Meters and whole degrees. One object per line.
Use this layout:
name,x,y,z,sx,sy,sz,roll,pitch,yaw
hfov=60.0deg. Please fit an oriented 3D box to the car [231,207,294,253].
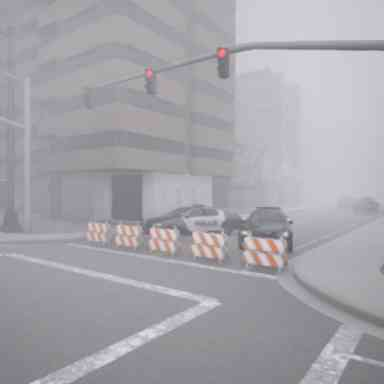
car,3.101,1.408,13.721,2.038,1.542,4.974,0,0,16

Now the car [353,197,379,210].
car,18.563,1.203,35.428,1.853,1.218,4.536,0,0,36

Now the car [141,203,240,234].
car,-0.026,1.234,16.454,4.536,1.218,1.853,0,0,-29

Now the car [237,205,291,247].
car,3.116,1.250,13.770,1.853,1.218,4.536,0,0,16

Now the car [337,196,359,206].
car,20.835,1.175,44.329,1.853,1.218,4.536,0,0,36

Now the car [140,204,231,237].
car,-0.072,1.391,16.429,4.974,1.542,2.038,0,0,-29

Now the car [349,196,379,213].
car,18.532,1.361,35.386,2.038,1.542,4.974,0,0,36

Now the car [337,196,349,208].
car,20.804,1.332,44.288,2.038,1.542,4.974,0,0,36
